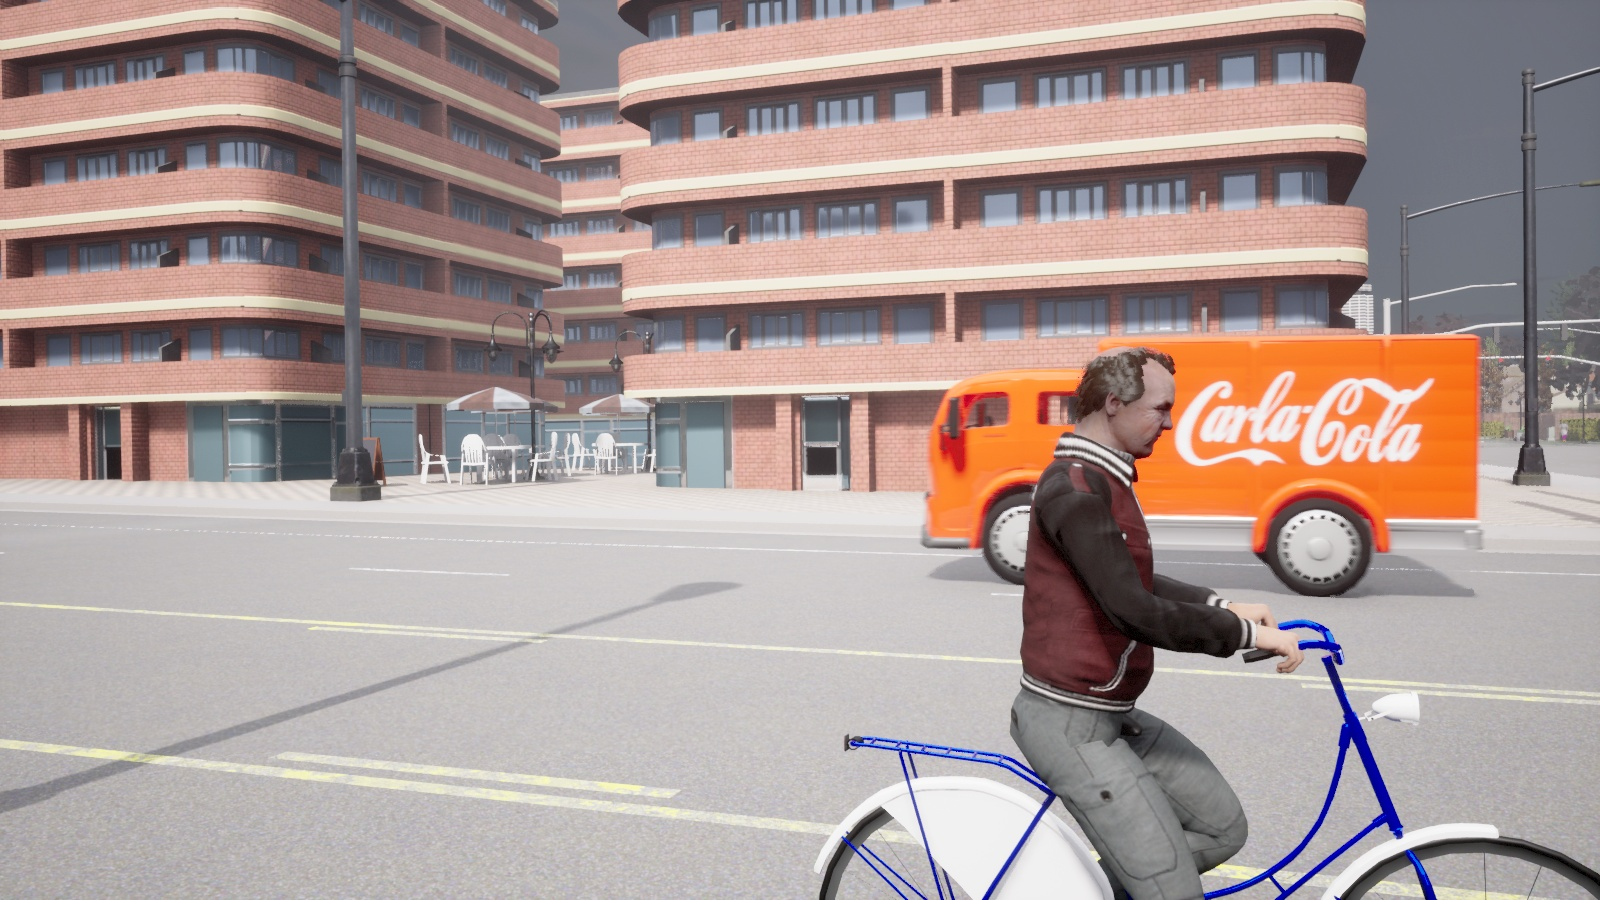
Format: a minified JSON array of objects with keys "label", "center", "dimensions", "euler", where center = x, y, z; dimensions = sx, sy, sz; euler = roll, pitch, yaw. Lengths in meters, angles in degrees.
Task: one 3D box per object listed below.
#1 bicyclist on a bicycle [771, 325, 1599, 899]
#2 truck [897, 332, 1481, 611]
[{"label":"bicyclist on a bicycle","center":[0.913,0.654,2.814],"dimensions":[1.843,1.776,0.659],"euler":[0,1,18]},{"label":"truck","center":[3.831,0.142,13.050],"dimensions":[5.204,2.467,2.627],"euler":[1,1,15]}]
